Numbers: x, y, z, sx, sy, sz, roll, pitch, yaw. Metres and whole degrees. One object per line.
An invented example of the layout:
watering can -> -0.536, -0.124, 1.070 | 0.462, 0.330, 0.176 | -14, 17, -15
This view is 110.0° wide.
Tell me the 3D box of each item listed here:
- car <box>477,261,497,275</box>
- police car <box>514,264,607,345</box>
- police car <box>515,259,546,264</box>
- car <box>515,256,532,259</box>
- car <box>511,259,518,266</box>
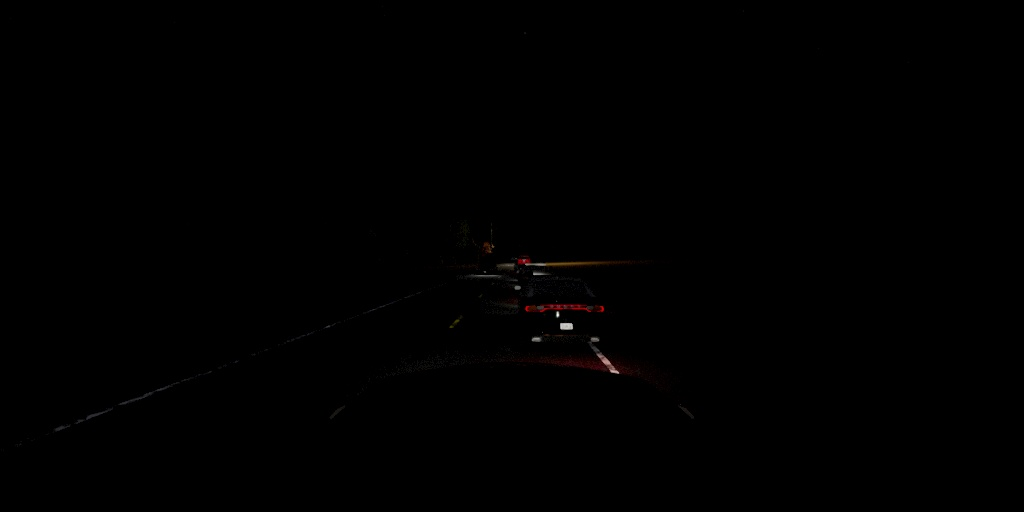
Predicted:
car -> -2.661, 1.294, 39.634 | 2.033, 1.411, 5.357 | 0, 0, 3
police car -> 1.099, 1.175, 9.623 | 1.930, 1.638, 5.238 | 0, 0, 1
police car -> 1.272, 1.175, 19.588 | 1.930, 1.638, 5.238 | 0, 0, 1
car -> 2.099, 0.955, 59.935 | 2.150, 2.045, 5.566 | 0, 0, 4
car -> 1.308, 1.343, 46.810 | 1.895, 1.301, 4.718 | 0, 0, 4
